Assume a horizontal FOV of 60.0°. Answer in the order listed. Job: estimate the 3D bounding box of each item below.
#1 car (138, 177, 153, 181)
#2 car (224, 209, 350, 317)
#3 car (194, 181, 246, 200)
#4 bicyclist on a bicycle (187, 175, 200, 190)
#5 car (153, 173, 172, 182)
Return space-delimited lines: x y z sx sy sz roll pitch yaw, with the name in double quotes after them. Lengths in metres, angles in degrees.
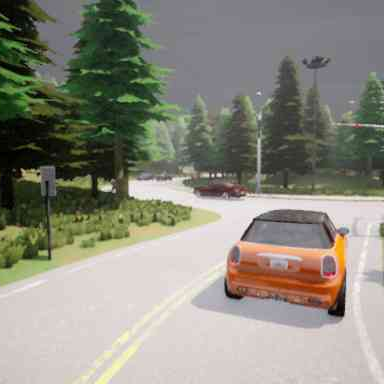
-8.608 -2.803 62.336 1.837 1.490 4.892 1 4 13 "car"
2.361 1.160 7.546 2.097 1.767 4.553 2 3 25 "car"
2.372 -0.214 29.141 5.008 1.535 1.882 4 6 43 "car"
0.168 -1.037 37.287 1.656 1.620 0.582 -3 5 -28 "bicyclist on a bicycle"
-5.031 -2.686 60.916 1.812 1.442 4.674 1 5 13 "car"
